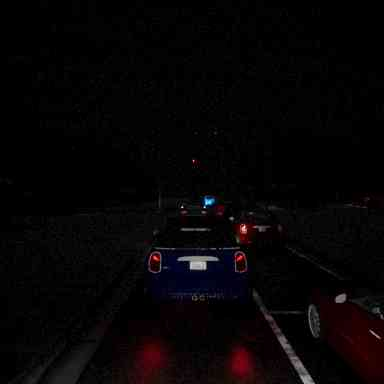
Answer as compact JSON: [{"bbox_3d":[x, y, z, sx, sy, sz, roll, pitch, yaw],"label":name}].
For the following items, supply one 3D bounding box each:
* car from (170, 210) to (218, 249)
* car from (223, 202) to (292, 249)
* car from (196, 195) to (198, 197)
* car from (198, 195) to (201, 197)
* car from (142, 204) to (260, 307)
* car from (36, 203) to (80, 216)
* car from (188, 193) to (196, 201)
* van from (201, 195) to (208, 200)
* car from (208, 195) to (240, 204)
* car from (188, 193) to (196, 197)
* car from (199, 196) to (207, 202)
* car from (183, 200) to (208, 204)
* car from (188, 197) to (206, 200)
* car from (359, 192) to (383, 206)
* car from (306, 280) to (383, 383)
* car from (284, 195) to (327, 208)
[{"bbox_3d":[0.102,1.602,15.491,1.895,1.301,4.718,0,0,0],"label":"car"},{"bbox_3d":[2.634,1.441,14.406,1.967,1.590,4.097,-1,0,0],"label":"car"},{"bbox_3d":[2.665,1.654,78.603,2.008,1.369,4.403,-1,0,0],"label":"car"},{"bbox_3d":[2.652,1.366,56.978,2.192,1.841,5.009,-1,0,0],"label":"car"},{"bbox_3d":[0.073,1.352,8.156,2.097,1.767,4.553,0,0,-1],"label":"car"},{"bbox_3d":[-14.882,1.930,36.956,4.674,1.442,1.812,-2,1,0],"label":"car"},{"bbox_3d":[0.045,1.370,92.197,2.150,2.045,5.566,0,0,0],"label":"car"},{"bbox_3d":[2.650,1.382,51.572,1.690,1.788,3.998,-1,0,0],"label":"van"},{"bbox_3d":[2.638,1.323,25.210,2.192,1.841,5.009,-1,0,0],"label":"car"},{"bbox_3d":[0.040,1.468,81.947,2.097,1.767,4.553,0,0,0],"label":"car"},{"bbox_3d":[2.668,1.663,84.010,1.887,1.381,4.507,-1,0,0],"label":"car"},{"bbox_3d":[0.114,1.572,25.503,1.994,1.385,4.181,0,0,-1],"label":"car"},{"bbox_3d":[0.142,1.628,43.869,1.895,1.301,4.718,0,0,11],"label":"car"},{"bbox_3d":[22.542,0.764,39.902,4.553,1.767,2.097,-1,1,0],"label":"car"},{"bbox_3d":[2.631,1.581,3.601,1.802,1.307,4.206,-1,0,0],"label":"car"},{"bbox_3d":[13.590,1.132,39.904,4.892,1.490,1.837,-1,1,0],"label":"car"}]
